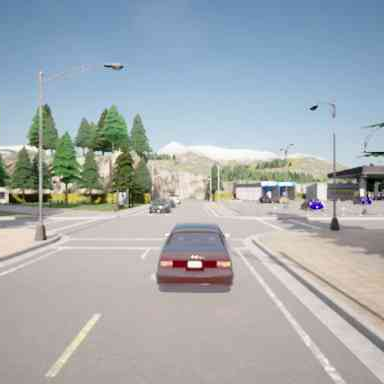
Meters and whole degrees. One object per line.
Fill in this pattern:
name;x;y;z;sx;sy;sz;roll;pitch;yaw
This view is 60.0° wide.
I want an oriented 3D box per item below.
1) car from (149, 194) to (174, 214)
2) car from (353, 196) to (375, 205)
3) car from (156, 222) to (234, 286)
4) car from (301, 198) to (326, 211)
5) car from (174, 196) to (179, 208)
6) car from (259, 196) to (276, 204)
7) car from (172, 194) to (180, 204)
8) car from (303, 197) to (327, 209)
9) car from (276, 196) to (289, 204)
car;-3.526;1.454;37.279;2.097;1.767;4.553;0;0;0
car;29.215;1.477;57.279;1.845;1.501;3.633;0;0;0
car;0.141;1.574;9.513;2.033;1.411;5.357;0;0;2
car;14.028;1.481;39.043;1.845;1.501;3.633;0;0;0
car;-3.493;1.699;49.375;1.994;1.385;4.181;0;0;1
car;14.323;1.518;65.076;2.007;1.523;4.514;0;0;1
car;-3.421;1.398;64.199;2.150;2.045;5.566;0;0;1
car;17.094;1.512;46.429;1.970;1.475;3.806;0;0;1
car;17.460;1.509;65.091;2.152;1.636;5.027;0;0;0
